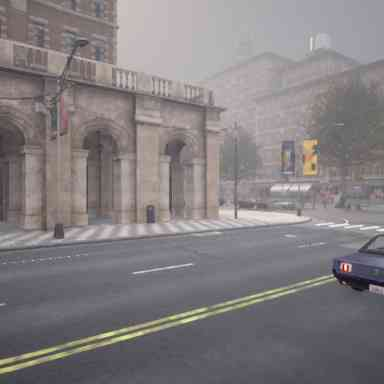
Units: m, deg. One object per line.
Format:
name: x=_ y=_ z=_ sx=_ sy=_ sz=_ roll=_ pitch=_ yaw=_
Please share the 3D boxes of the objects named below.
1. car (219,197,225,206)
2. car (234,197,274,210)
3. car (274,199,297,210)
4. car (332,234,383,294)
car: x=3.046 y=1.222 z=55.010 sx=2.150 sy=2.045 sz=5.566 roll=0 pitch=0 yaw=-36
car: x=7.589 y=1.477 z=42.756 sx=1.882 sy=1.535 sz=5.008 roll=0 pitch=0 yaw=-36
car: x=11.332 y=1.600 z=43.552 sx=1.895 sy=1.301 sz=4.718 roll=0 pitch=0 yaw=-36
car: x=5.394 y=1.601 z=7.736 sx=4.718 sy=1.301 sz=1.895 roll=0 pitch=0 yaw=-36
